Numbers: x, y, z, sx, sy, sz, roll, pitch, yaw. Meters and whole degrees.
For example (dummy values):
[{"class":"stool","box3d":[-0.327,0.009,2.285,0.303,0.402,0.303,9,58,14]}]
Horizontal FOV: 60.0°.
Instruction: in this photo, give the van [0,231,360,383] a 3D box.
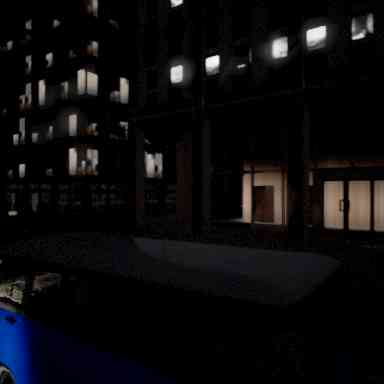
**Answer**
[{"class":"van","box3d":[-0.526,1.363,3.240,3.998,1.788,1.690,-1,0,36]}]
